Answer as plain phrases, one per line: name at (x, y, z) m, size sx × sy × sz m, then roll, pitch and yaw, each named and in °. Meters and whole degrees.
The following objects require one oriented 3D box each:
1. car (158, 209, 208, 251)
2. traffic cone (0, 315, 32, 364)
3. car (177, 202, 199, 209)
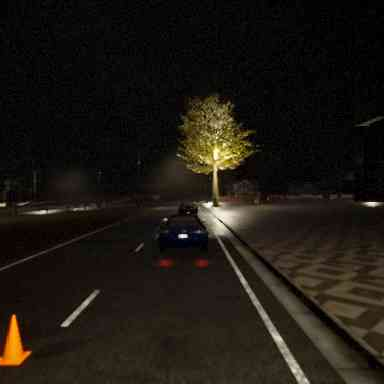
car at (-0.335, 1.631, 14.432) m, size 1.994 × 1.385 × 4.181 m, roll 0°, pitch 0°, yaw 0°
traffic cone at (-2.436, 1.978, 4.546) m, size 0.340 × 0.580 × 0.340 m, roll 0°, pitch 0°, yaw 0°
car at (-0.359, 1.686, 31.875) m, size 2.128 × 1.511 × 4.902 m, roll 0°, pitch -1°, yaw 0°
